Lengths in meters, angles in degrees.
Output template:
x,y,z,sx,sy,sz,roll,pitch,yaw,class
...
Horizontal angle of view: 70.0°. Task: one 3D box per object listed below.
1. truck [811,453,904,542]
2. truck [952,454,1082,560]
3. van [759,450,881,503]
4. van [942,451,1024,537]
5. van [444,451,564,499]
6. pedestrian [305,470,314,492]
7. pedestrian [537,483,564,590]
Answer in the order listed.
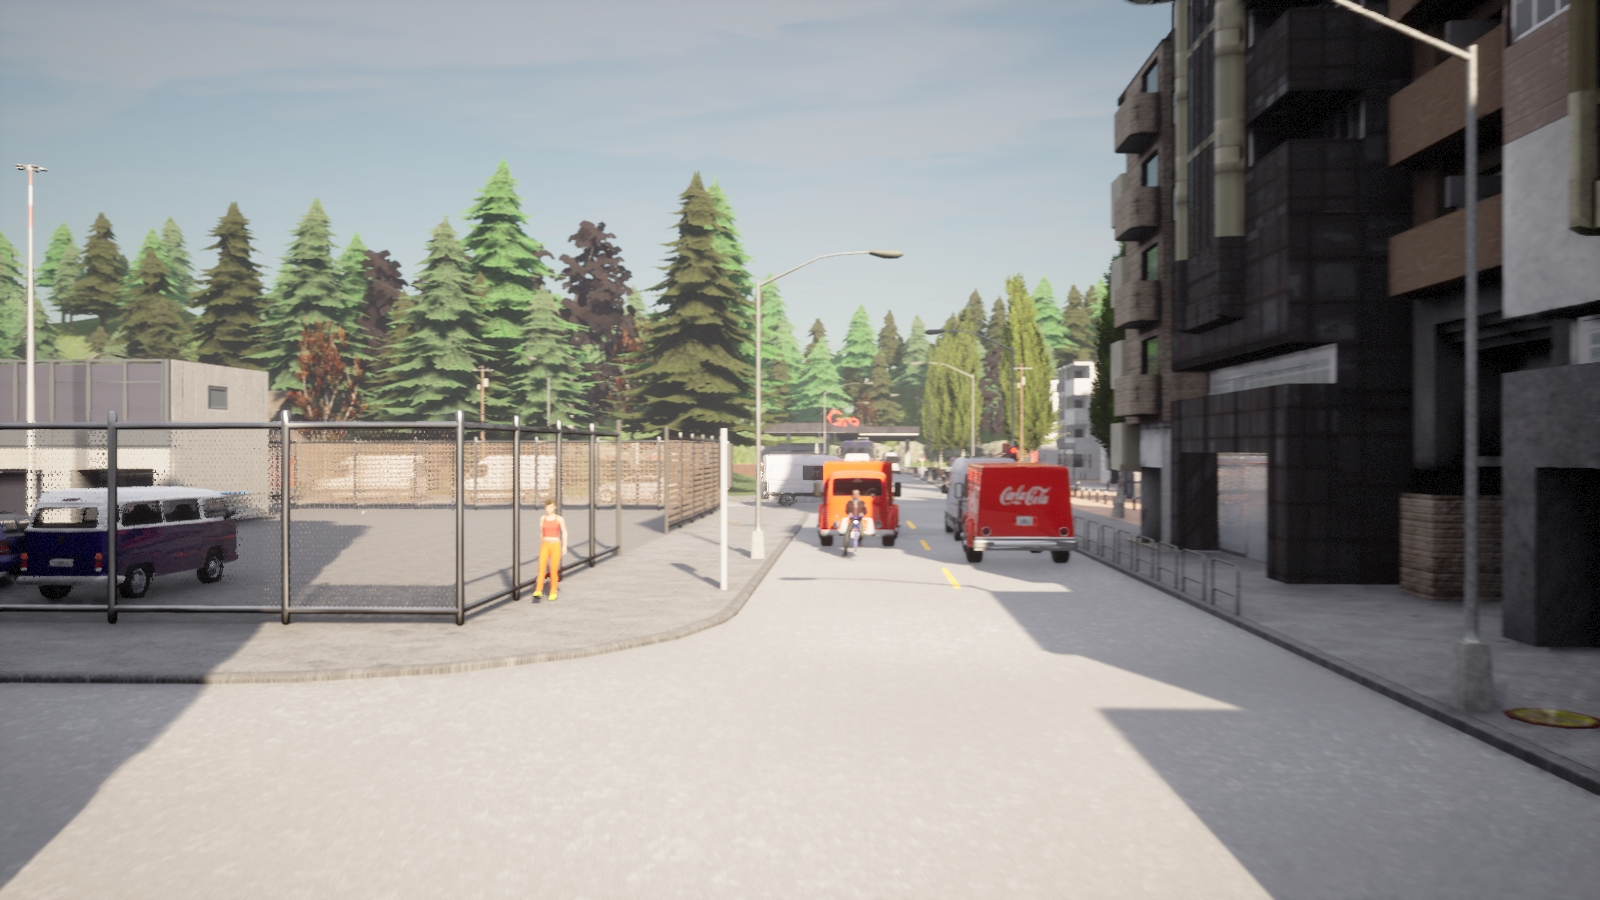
x,y,z,sx,sy,sz,roll,pitch,yaw,class
1.764,1.348,34.712,2.627,2.467,5.204,0,0,3,truck
5.457,1.347,29.581,2.627,2.467,5.204,0,0,3,truck
0.965,1.315,57.153,5.915,2.561,1.988,0,1,-7,van
5.814,1.313,36.892,1.988,2.561,5.915,0,0,3,van
-15.834,1.323,61.301,5.915,2.561,1.988,0,0,4,van
-28.981,1.820,67.460,0.375,1.300,0.375,0,0,3,pedestrian
-4.436,1.527,20.320,0.375,1.860,0.375,0,0,6,pedestrian
